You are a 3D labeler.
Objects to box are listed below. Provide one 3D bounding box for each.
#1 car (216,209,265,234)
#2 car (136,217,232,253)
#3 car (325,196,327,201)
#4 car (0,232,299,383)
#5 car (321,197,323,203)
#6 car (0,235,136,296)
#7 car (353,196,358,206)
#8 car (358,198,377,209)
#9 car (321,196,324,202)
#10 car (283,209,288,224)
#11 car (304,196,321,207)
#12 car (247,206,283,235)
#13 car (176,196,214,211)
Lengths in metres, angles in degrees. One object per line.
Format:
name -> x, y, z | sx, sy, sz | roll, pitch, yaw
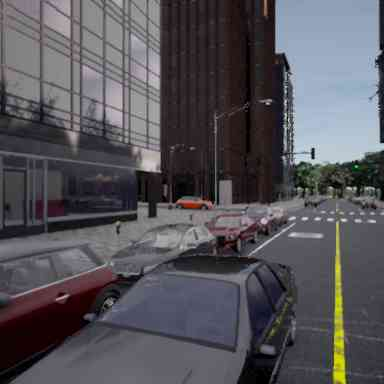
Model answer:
car -> 1.628, 1.637, 14.304 | 1.887, 1.381, 4.507 | 0, 0, 24
car -> -0.558, 1.611, 9.305 | 2.008, 1.369, 4.403 | 0, 0, 24
car -> 34.058, 2.144, 88.470 | 2.008, 1.369, 4.403 | 0, 0, 24
car -> 0.179, 1.575, 4.094 | 2.033, 1.411, 5.357 | 0, 0, 24
car -> 25.344, 2.035, 68.542 | 1.802, 1.307, 4.206 | 0, 0, 24
car -> -2.744, 1.469, 4.305 | 1.967, 1.590, 4.097 | 0, 0, 24
car -> 33.155, 1.982, 65.126 | 2.008, 1.369, 4.403 | 0, 0, 24
car -> 26.620, 1.769, 50.181 | 1.967, 1.590, 4.097 | 0, 0, 24
car -> 27.454, 2.012, 73.369 | 1.752, 1.417, 4.829 | 0, 0, 24
car -> 5.932, 1.680, 24.148 | 1.752, 1.417, 4.829 | 0, 0, 24
car -> 20.987, 1.699, 58.580 | 2.192, 1.841, 5.009 | 0, 0, 24
car -> 3.814, 1.564, 19.305 | 1.967, 1.590, 4.097 | 0, 0, 24
car -> 0.443, 1.302, 39.246 | 4.553, 1.767, 2.097 | 1, 0, 24
